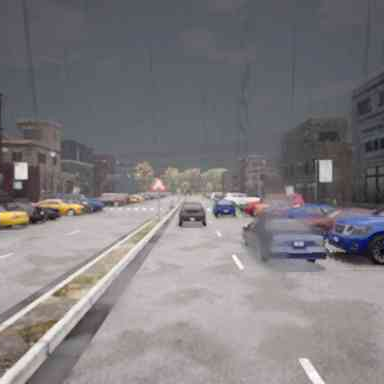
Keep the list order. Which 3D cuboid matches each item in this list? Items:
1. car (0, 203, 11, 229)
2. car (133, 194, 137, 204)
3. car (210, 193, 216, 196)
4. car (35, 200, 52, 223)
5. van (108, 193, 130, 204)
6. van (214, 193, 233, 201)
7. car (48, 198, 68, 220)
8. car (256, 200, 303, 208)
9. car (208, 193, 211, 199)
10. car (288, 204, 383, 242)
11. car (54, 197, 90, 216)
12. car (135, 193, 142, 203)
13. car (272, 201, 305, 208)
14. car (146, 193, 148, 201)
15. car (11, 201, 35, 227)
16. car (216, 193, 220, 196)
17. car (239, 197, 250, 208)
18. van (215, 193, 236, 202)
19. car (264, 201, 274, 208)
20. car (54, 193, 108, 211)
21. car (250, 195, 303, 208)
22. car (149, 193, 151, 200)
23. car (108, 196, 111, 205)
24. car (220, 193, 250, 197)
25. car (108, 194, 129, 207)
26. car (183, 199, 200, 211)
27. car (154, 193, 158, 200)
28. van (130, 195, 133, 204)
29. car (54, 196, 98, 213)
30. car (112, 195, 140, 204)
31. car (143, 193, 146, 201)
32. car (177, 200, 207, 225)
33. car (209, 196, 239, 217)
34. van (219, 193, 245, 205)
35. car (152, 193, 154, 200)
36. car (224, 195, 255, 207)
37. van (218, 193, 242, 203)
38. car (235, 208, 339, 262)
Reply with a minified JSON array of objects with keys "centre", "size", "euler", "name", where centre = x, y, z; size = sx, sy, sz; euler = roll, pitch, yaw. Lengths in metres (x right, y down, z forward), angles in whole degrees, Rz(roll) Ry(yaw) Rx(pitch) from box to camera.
[{"centre":[-12.679,1.496,17.529],"size":[4.792,1.488,2.163],"euler":[0,0,0],"name":"car"},{"centre":[-12.788,1.494,59.213],"size":[4.674,1.452,2.002],"euler":[0,0,0],"name":"car"},{"centre":[7.210,1.463,71.824],"size":[5.366,1.575,1.946],"euler":[0,0,0],"name":"car"},{"centre":[-12.735,1.497,23.086],"size":[4.792,1.488,2.163],"euler":[0,0,0],"name":"car"},{"centre":[-12.888,1.234,53.654],"size":[4.442,1.987,1.878],"euler":[0,0,0],"name":"van"},{"centre":[7.483,1.236,80.096],"size":[4.442,1.987,1.878],"euler":[0,0,0],"name":"van"},{"centre":[-12.710,1.468,25.742],"size":[5.008,1.535,2.097],"euler":[0,0,0],"name":"car"},{"centre":[7.552,1.525,25.072],"size":[4.674,1.452,2.002],"euler":[0,0,0],"name":"car"},{"centre":[7.386,1.211,82.854],"size":[5.566,2.045,2.435],"euler":[0,0,0],"name":"car"},{"centre":[7.586,1.512,16.669],"size":[4.674,1.452,2.002],"euler":[0,0,0],"name":"car"},{"centre":[-12.718,1.469,31.417],"size":[5.008,1.535,2.097],"euler":[0,0,0],"name":"car"},{"centre":[-12.608,1.448,61.993],"size":[5.366,1.575,1.946],"euler":[0,0,0],"name":"car"},{"centre":[7.569,1.476,19.427],"size":[5.008,1.535,2.097],"euler":[0,0,0],"name":"car"},{"centre":[-12.828,1.440,73.109],"size":[4.892,1.521,2.231],"euler":[0,0,0],"name":"car"},{"centre":[-12.893,1.464,20.308],"size":[5.366,1.575,1.946],"euler":[0,0,0],"name":"car"},{"centre":[7.471,1.236,58.036],"size":[5.566,2.045,2.435],"euler":[0,0,0],"name":"car"},{"centre":[7.488,1.528,35.974],"size":[4.792,1.488,2.163],"euler":[0,0,0],"name":"car"},{"centre":[7.503,1.237,74.583],"size":[4.442,1.987,1.878],"euler":[0,0,0],"name":"van"},{"centre":[7.562,1.520,22.184],"size":[4.674,1.452,2.002],"euler":[0,0,0],"name":"car"},{"centre":[-12.699,1.217,36.976],"size":[5.566,2.045,2.435],"euler":[0,0,0],"name":"car"},{"centre":[7.515,1.363,27.700],"size":[4.553,1.767,2.185],"euler":[0,0,0],"name":"car"},{"centre":[-12.805,1.313,78.667],"size":[4.553,1.767,2.185],"euler":[0,0,0],"name":"car"},{"centre":[-12.705,1.497,39.757],"size":[4.792,1.488,2.163],"euler":[0,0,0],"name":"car"},{"centre":[7.499,1.247,49.762],"size":[5.566,2.045,2.435],"euler":[0,0,0],"name":"car"},{"centre":[-12.757,1.463,50.874],"size":[4.892,1.521,2.231],"euler":[0,0,0],"name":"car"},{"centre":[-0.050,1.622,41.437],"size":[1.895,1.301,4.718],"euler":[0,0,0],"name":"car"},{"centre":[-12.838,1.199,89.784],"size":[5.566,2.045,2.435],"euler":[0,0,0],"name":"car"},{"centre":[-12.895,1.231,56.433],"size":[4.442,1.987,1.878],"euler":[0,0,0],"name":"van"},{"centre":[-12.714,1.470,34.197],"size":[4.892,1.521,2.231],"euler":[0,0,0],"name":"car"},{"centre":[-12.795,1.447,64.772],"size":[5.008,1.535,2.097],"euler":[0,0,0],"name":"car"},{"centre":[-12.810,1.442,70.332],"size":[5.008,1.535,2.097],"euler":[0,0,0],"name":"car"},{"centre":[0.020,1.509,23.982],"size":[1.837,1.490,4.892],"euler":[0,0,0],"name":"car"},{"centre":[2.984,1.454,31.858],"size":[1.882,1.535,5.008],"euler":[0,1,0],"name":"car"},{"centre":[7.316,1.257,60.794],"size":[4.442,1.987,1.878],"euler":[0,0,0],"name":"van"},{"centre":[-12.845,1.443,84.225],"size":[4.892,1.521,2.231],"euler":[0,0,0],"name":"car"},{"centre":[7.492,1.370,52.397],"size":[4.553,1.767,2.185],"euler":[0,0,0],"name":"car"},{"centre":[7.531,1.247,66.310],"size":[4.442,1.987,1.878],"euler":[0,0,0],"name":"van"},{"centre":[3.060,1.538,12.055],"size":[2.033,1.411,5.357],"euler":[0,0,0],"name":"car"}]
